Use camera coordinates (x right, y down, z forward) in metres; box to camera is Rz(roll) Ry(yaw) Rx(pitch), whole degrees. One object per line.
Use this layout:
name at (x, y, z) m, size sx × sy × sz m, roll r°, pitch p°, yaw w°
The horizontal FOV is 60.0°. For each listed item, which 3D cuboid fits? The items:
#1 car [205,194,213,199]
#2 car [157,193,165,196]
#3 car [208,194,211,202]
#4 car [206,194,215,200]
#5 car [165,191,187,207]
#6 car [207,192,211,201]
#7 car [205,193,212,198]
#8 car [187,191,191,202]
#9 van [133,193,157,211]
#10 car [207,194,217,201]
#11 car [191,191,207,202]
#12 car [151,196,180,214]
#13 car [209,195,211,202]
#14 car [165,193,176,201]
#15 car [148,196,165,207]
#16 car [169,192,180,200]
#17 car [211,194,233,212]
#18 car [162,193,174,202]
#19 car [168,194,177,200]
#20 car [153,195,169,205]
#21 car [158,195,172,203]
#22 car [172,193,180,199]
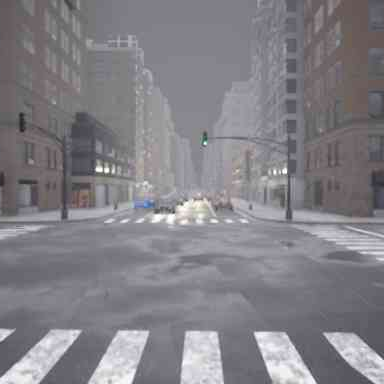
car at (4.409, 1.078, 85.480) m, size 1.802 × 1.307 × 4.206 m, roll 0°, pitch 0°, yaw 1°
car at (-5.072, 1.060, 41.466) m, size 2.192 × 1.841 × 5.009 m, roll 0°, pitch 0°, yaw 1°
car at (3.572, 1.298, 46.814) m, size 1.802 × 1.307 × 4.206 m, roll 0°, pitch 0°, yaw 1°
car at (4.169, 1.104, 74.432) m, size 1.887 × 1.381 × 4.507 m, roll 0°, pitch 0°, yaw 1°
car at (-2.203, 1.073, 45.669) m, size 2.097 × 1.767 × 4.553 m, roll 0°, pitch 0°, yaw 2°
car at (3.930, 1.187, 63.385) m, size 1.947 × 1.339 × 4.313 m, roll 0°, pitch 0°, yaw 1°
car at (4.528, 1.009, 91.003) m, size 1.887 × 1.381 × 4.507 m, roll 0°, pitch 0°, yaw 1°
car at (-1.792, 0.850, 62.011) m, size 2.150 × 2.045 × 5.566 m, roll 0°, pitch 0°, yaw 2°
van at (-5.192, 1.118, 35.945) m, size 1.690 × 1.788 × 3.998 m, roll 0°, pitch 0°, yaw 1°
car at (4.050, 1.156, 68.909) m, size 1.947 × 1.339 × 4.313 m, roll 0°, pitch 0°, yaw 1°
car at (1.236, 1.120, 62.163) m, size 2.128 × 1.511 × 4.902 m, roll 0°, pitch 0°, yaw 1°
car at (-2.502, 1.360, 32.394) m, size 1.994 × 1.385 × 4.181 m, roll 0°, pitch 1°, yaw 1°
car at (3.452, 1.313, 41.290) m, size 1.947 × 1.339 × 4.313 m, roll 0°, pitch 0°, yaw 1°
car at (-4.474, 1.029, 69.078) m, size 1.967 × 1.590 × 4.097 m, roll 0°, pitch 0°, yaw 1°
car at (-4.953, 1.280, 46.991) m, size 1.947 × 1.339 × 4.313 m, roll 0°, pitch 0°, yaw 1°
car at (-4.236, 0.841, 80.123) m, size 2.192 × 1.841 × 5.009 m, roll 0°, pitch 0°, yaw 1°
car at (3.332, 1.219, 35.766) m, size 1.967 × 1.590 × 4.097 m, roll 0°, pitch 0°, yaw 1°
car at (-4.594, 1.060, 63.556) m, size 1.967 × 1.590 × 4.097 m, roll 0°, pitch 0°, yaw 1°
car at (-4.358, 1.083, 74.431) m, size 1.752 × 1.417 × 4.829 m, roll 0°, pitch 0°, yaw 1°
car at (-4.833, 1.233, 52.513) m, size 2.008 × 1.369 × 4.403 m, roll 0°, pitch 0°, yaw 1°
car at (-4.714, 1.202, 58.035) m, size 2.008 × 1.369 × 4.403 m, roll 0°, pitch 0°, yaw 1°
car at (-4.120, 1.021, 85.476) m, size 1.752 × 1.417 × 4.829 m, roll 0°, pitch 0°, yaw 1°
